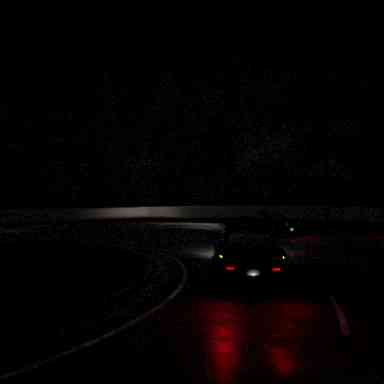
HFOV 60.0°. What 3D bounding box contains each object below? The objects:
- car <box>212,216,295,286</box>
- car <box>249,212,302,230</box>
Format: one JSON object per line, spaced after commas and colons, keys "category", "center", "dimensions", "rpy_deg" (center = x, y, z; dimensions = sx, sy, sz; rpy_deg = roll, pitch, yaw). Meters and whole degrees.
{"category": "car", "center": [1.570, 1.671, 9.748], "dimensions": [1.812, 1.442, 4.674], "rpy_deg": [0, -1, 5]}
{"category": "car", "center": [4.277, 1.891, 20.733], "dimensions": [1.895, 1.301, 4.718], "rpy_deg": [0, -1, -41]}
